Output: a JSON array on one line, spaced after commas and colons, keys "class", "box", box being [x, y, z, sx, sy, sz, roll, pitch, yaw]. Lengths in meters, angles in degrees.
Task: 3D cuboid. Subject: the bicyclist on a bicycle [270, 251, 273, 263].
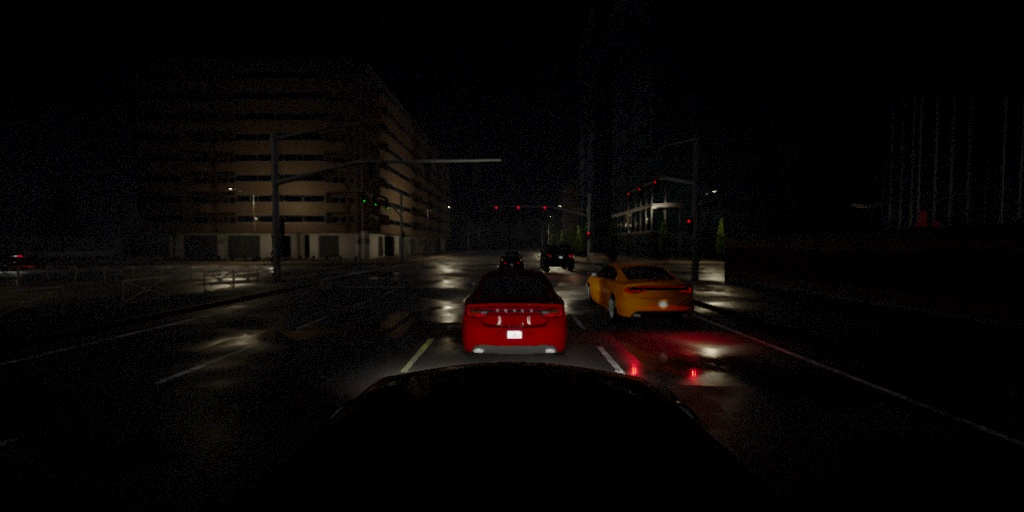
[{"class": "bicyclist on a bicycle", "box": [-25.539, -0.089, 38.664, 0.582, 1.620, 1.656, 0, 2, 0]}]

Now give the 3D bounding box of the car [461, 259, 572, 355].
[{"class": "car", "box": [0.058, 1.019, 8.153, 1.882, 1.535, 5.008, 0, 2, 0]}]

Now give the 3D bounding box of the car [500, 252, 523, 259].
[{"class": "car", "box": [-0.041, 0.379, 30.225, 1.812, 1.442, 4.674, 0, 2, -1]}]

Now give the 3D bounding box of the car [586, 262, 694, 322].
[{"class": "car", "box": [3.576, 0.930, 10.914, 1.882, 1.535, 5.008, 0, 1, 0]}]

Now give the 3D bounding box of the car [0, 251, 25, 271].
[{"class": "car", "box": [-41.504, 0.488, 27.771, 4.674, 1.442, 1.812, 0, 2, 0]}]

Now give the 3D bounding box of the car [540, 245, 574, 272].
[{"class": "car", "box": [3.481, 0.133, 28.415, 2.150, 2.045, 5.566, 0, 2, 0]}]

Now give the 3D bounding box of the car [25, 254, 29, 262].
[{"class": "car", "box": [-50.351, 0.221, 34.933, 4.902, 1.511, 2.128, 0, 2, 1]}]
